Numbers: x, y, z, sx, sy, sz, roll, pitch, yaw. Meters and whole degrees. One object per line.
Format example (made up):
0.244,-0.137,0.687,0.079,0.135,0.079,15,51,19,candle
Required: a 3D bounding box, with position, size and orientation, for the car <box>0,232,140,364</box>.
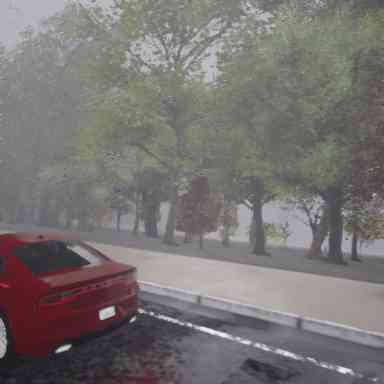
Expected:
-3.146,1.463,5.928,5.008,1.535,1.882,0,0,36,car
